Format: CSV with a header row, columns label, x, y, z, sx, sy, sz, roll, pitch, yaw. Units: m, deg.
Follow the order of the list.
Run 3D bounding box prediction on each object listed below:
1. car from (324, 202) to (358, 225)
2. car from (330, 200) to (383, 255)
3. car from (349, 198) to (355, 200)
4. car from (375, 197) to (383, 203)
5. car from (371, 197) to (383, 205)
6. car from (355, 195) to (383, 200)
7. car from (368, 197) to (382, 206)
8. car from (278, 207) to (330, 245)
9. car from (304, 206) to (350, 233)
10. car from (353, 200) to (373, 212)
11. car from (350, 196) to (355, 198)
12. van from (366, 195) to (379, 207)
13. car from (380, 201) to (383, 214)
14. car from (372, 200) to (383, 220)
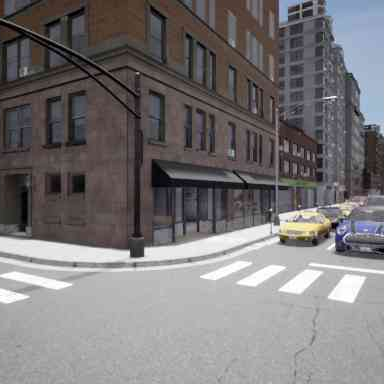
label,x,y,z,sx,sy,sz,roll,pitch,yaw
car,11.480,1.581,25.476,1.752,1.417,4.829,0,0,32
car,7.157,1.391,13.362,2.097,1.767,4.553,0,0,32
car,14.479,1.588,30.270,1.752,1.417,4.829,0,0,32
car,41.558,1.717,73.558,1.802,1.307,4.206,0,0,32
car,35.563,1.683,63.973,1.802,1.307,4.206,0,0,32
car,12.217,1.273,21.462,2.150,2.045,5.566,0,0,33
car,32.565,1.638,59.179,1.887,1.381,4.507,0,0,32
car,5.481,1.566,15.888,1.752,1.417,4.829,0,0,32
car,8.571,1.615,20.826,1.947,1.339,4.313,0,0,32
car,20.568,1.656,40.002,1.802,1.307,4.206,0,0,32
car,17.569,1.383,35.209,2.192,1.841,5.009,0,0,32
van,29.566,1.430,54.384,1.690,1.788,3.998,0,0,32
car,22.216,1.674,37.253,1.895,1.301,4.718,0,0,32
car,17.496,1.555,29.805,2.128,1.511,4.902,0,0,32
